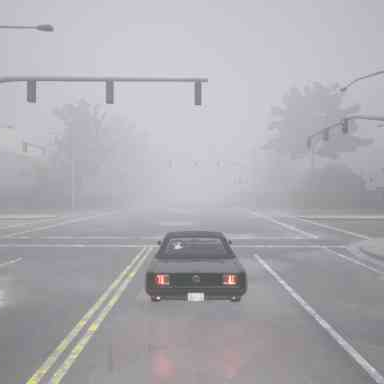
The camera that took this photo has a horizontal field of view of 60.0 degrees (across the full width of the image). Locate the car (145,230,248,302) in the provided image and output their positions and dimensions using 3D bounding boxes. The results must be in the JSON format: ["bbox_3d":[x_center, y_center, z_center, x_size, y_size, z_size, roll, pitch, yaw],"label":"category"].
[{"bbox_3d":[0.065,1.601,8.208,1.895,1.301,4.718,0,0,0],"label":"car"}]
